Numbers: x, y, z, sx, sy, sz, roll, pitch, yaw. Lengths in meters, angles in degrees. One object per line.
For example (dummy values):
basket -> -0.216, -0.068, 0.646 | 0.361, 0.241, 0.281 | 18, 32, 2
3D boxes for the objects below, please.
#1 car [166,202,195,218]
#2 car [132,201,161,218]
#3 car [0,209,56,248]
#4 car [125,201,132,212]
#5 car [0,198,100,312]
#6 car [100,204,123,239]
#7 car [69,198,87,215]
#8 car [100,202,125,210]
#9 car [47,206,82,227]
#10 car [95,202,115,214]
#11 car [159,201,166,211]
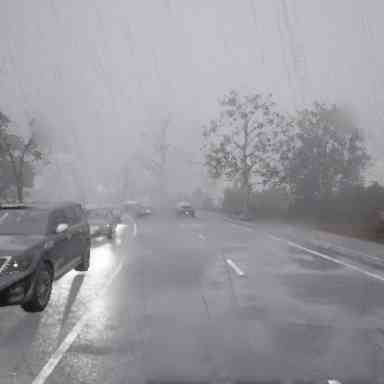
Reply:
car -> -1.049, 1.783, 34.117 | 1.837, 1.490, 4.892 | 0, -1, -14
car -> -4.823, 1.888, 34.686 | 1.994, 1.385, 4.181 | 0, -1, -15
car -> -8.436, 1.677, 16.678 | 1.837, 1.490, 4.892 | 0, -1, -8
car -> -8.657, 1.956, 46.472 | 1.882, 1.535, 5.008 | -1, -1, -21
car -> -4.018, 1.278, 8.105 | 2.150, 2.045, 5.566 | 0, 0, -4
car -> -5.097, 1.651, 18.062 | 2.128, 1.511, 4.902 | 0, -1, -9
car -> -15.153, 1.800, 44.012 | 2.150, 2.045, 5.566 | -1, -1, -21
car -> -6.907, 1.788, 28.292 | 1.837, 1.490, 4.892 | 0, -1, -12
car -> -10.178, 1.902, 26.847 | 1.895, 1.301, 4.718 | 0, -1, -12
car -> -11.885, 2.069, 45.275 | 2.033, 1.411, 5.357 | -1, -1, -21
car -> -4.965, 1.998, 46.572 | 1.994, 1.385, 4.181 | -1, 0, -20
